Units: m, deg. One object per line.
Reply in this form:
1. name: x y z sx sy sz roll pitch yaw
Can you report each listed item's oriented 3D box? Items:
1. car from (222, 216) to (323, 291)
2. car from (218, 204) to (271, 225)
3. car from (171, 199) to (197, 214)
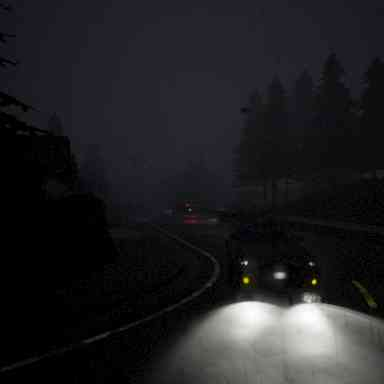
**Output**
1. car: 1.971 1.569 8.982 1.994 1.385 4.181 0 0 3
2. car: 3.262 1.492 21.558 1.882 1.535 5.008 0 0 -17
3. car: -0.878 1.518 35.318 1.837 1.490 4.892 0 0 -17
